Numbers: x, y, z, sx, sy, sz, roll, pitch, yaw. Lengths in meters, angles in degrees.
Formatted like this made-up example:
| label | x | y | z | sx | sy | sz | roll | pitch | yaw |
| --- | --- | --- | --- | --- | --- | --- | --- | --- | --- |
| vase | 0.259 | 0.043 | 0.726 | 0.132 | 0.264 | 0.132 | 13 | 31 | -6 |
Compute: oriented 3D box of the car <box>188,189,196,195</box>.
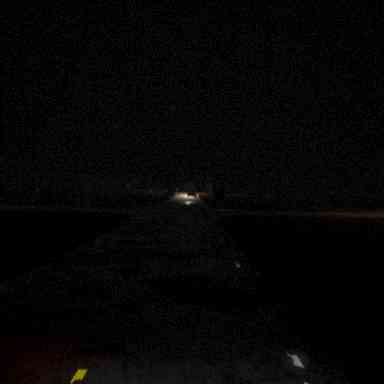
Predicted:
| label | x | y | z | sx | sy | sz | roll | pitch | yaw |
| --- | --- | --- | --- | --- | --- | --- | --- | --- | --- |
| car | 0.024 | 0.098 | 90.819 | 2.128 | 1.511 | 4.902 | 0 | 2 | 0 |

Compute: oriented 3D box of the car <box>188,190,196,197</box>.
| label | x | y | z | sx | sy | sz | roll | pitch | yaw |
| --- | --- | --- | --- | --- | --- | --- | --- | --- | --- |
| car | 0.020 | 0.293 | 80.755 | 2.097 | 1.767 | 4.553 | 0 | 2 | 0 |
